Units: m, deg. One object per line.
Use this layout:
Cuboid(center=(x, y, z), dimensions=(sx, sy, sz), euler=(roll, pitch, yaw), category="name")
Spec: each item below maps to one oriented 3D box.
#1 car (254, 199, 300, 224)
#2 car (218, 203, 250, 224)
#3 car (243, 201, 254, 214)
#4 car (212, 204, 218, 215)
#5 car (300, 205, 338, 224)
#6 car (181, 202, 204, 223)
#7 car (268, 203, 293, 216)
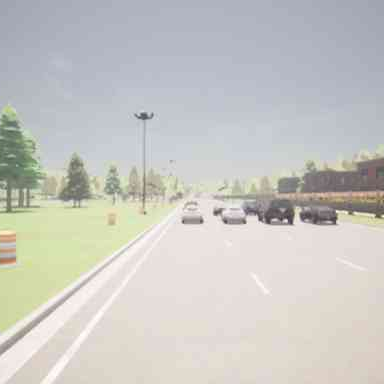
Cuboid(center=(7.041, 1.591, 28.334), dimensions=(2.150, 2.045, 5.566), euler=(0, -1, 1), category="car")
Cuboid(center=(3.554, 1.902, 28.800), dimensions=(1.812, 1.442, 4.674), euler=(0, -1, 0), category="car")
Cuboid(center=(7.018, 1.882, 40.752), dimensions=(2.097, 1.767, 4.553), euler=(0, -1, 0), category="car")
Cuboid(center=(3.517, 2.129, 40.462), dimensions=(1.895, 1.301, 4.718), euler=(0, -1, 1), category="car")
Cuboid(center=(10.545, 1.856, 28.025), dimensions=(2.128, 1.511, 4.902), euler=(0, -1, 0), category="car")
Cuboid(center=(0.053, 1.910, 29.364), dimensions=(1.812, 1.442, 4.674), euler=(0, -1, 0), category="car")
Cuboid(center=(10.515, 2.083, 39.884), dimensions=(1.994, 1.385, 4.181), euler=(0, -1, 1), category="car")
